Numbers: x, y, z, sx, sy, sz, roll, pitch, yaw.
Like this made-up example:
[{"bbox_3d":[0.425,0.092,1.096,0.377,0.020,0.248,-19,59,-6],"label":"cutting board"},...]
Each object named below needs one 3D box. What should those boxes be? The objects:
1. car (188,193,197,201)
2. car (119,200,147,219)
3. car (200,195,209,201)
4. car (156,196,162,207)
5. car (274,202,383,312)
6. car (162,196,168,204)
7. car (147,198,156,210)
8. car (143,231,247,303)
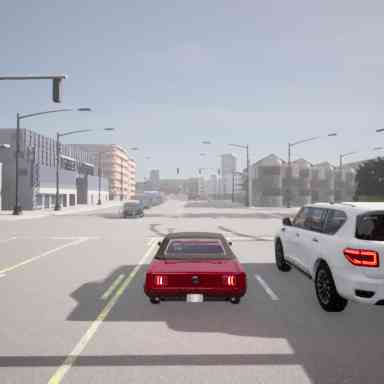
[{"bbox_3d":[0.020,1.387,88.843,2.150,2.045,5.566,0,-1,0],"label":"car"},{"bbox_3d":[-5.869,1.726,31.664,1.837,1.490,4.892,-1,0,-17],"label":"car"},{"bbox_3d":[3.520,1.521,89.196,2.097,1.767,4.553,0,-1,0],"label":"car"},{"bbox_3d":[-7.055,1.917,60.913,1.812,1.442,4.674,0,0,0],"label":"car"},{"bbox_3d":[3.565,1.234,7.875,2.150,2.045,5.566,0,0,0],"label":"car"},{"bbox_3d":[-6.984,1.625,71.161,2.097,1.767,4.553,0,1,0],"label":"car"},{"bbox_3d":[-7.085,1.878,48.891,2.128,1.511,4.902,0,-1,0],"label":"car"},{"bbox_3d":[0.071,1.617,8.168,1.895,1.301,4.718,0,0,0],"label":"car"}]
